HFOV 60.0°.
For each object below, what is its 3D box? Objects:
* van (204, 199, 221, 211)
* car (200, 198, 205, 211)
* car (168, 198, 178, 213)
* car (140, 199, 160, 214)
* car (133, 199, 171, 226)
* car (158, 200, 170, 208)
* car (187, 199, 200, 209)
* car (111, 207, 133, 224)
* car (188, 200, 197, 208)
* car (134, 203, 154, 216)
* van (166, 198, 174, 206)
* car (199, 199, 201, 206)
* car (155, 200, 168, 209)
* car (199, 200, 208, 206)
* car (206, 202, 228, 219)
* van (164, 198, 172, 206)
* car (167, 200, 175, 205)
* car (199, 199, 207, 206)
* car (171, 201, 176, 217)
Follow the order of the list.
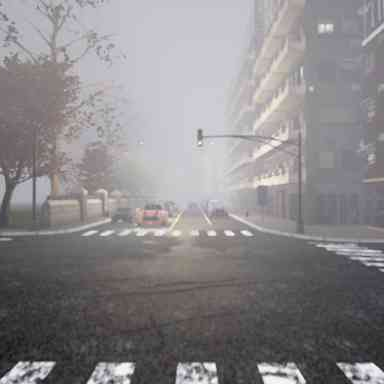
[{"bbox_3d":[2.712,1.878,39.825,1.690,1.788,3.998,0,-1,0],"label":"van"},{"bbox_3d":[2.716,2.136,51.083,1.967,1.590,4.097,0,-1,0],"label":"car"},{"bbox_3d":[-3.069,1.988,46.897,2.097,1.767,4.553,0,-1,1],"label":"car"},{"bbox_3d":[-5.667,1.930,45.459,2.192,1.841,5.009,0,-1,0],"label":"car"},{"bbox_3d":[-3.088,1.709,26.823,2.097,1.767,4.553,0,-1,0],"label":"car"},{"bbox_3d":[-5.656,2.379,67.975,1.967,1.590,4.097,0,-1,0],"label":"car"},{"bbox_3d":[0.131,2.372,58.892,1.994,1.385,4.181,0,-1,0],"label":"car"},{"bbox_3d":[-5.675,1.947,28.566,1.947,1.339,4.313,0,-1,0],"label":"car"},{"bbox_3d":[0.100,2.478,68.875,1.812,1.442,4.674,0,-1,0],"label":"car"},{"bbox_3d":[-5.669,2.059,39.657,1.752,1.417,4.829,0,-1,0],"label":"car"},{"bbox_3d":[-5.648,2.532,84.865,1.690,1.788,3.998,0,-1,0],"label":"van"},{"bbox_3d":[2.718,2.327,56.711,2.008,1.369,4.403,0,-1,0],"label":"car"},{"bbox_3d":[-5.659,2.297,62.347,1.967,1.590,4.097,0,-1,0],"label":"car"},{"bbox_3d":[2.729,2.652,79.229,1.887,1.381,4.507,0,-1,0],"label":"car"},{"bbox_3d":[2.708,2.003,34.192,1.887,1.381,4.507,0,-1,0],"label":"car"},{"bbox_3d":[-5.651,2.447,79.236,1.690,1.788,3.998,0,-1,0],"label":"van"},{"bbox_3d":[-5.646,2.829,90.491,2.008,1.369,4.403,0,-1,0],"label":"car"},{"bbox_3d":[2.732,2.632,84.859,1.967,1.590,4.097,0,-1,0],"label":"car"},{"bbox_3d":[-3.082,1.998,36.676,1.837,1.490,4.892,0,-1,0],"label":"car"}]
